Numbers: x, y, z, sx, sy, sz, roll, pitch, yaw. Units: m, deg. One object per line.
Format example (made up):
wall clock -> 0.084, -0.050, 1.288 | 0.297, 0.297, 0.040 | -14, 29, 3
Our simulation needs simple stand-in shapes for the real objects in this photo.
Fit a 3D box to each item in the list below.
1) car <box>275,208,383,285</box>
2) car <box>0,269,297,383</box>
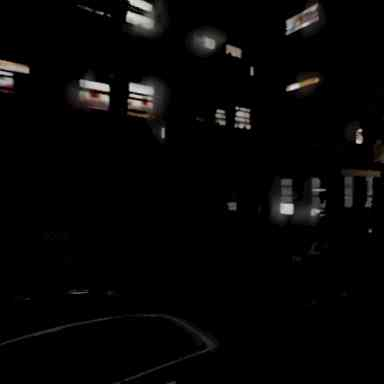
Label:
car -> 4.699, 1.411, 9.903 | 5.009, 1.841, 2.192 | 1, -1, -35
car -> -1.453, 1.506, 2.343 | 4.892, 1.490, 1.837 | 1, 0, -35
